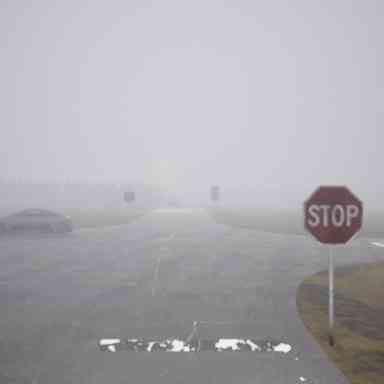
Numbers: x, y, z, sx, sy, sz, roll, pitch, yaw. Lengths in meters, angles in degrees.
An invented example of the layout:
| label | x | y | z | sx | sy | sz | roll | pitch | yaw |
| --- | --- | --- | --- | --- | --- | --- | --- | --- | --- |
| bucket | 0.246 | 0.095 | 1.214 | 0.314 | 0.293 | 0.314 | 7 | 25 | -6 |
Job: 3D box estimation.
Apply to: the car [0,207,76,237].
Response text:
| label | x | y | z | sx | sy | sz | roll | pitch | yaw |
| --- | --- | --- | --- | --- | --- | --- | --- | --- | --- |
| car | -8.012 | 1.469 | 16.634 | 4.181 | 1.385 | 1.994 | 1 | 0 | -18 |

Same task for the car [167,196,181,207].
| label | x | y | z | sx | sy | sz | roll | pitch | yaw |
| --- | --- | --- | --- | --- | --- | --- | --- | --- | --- |
| car | -2.881 | 1.501 | 54.174 | 2.097 | 1.767 | 4.553 | 0 | -1 | 0 |
